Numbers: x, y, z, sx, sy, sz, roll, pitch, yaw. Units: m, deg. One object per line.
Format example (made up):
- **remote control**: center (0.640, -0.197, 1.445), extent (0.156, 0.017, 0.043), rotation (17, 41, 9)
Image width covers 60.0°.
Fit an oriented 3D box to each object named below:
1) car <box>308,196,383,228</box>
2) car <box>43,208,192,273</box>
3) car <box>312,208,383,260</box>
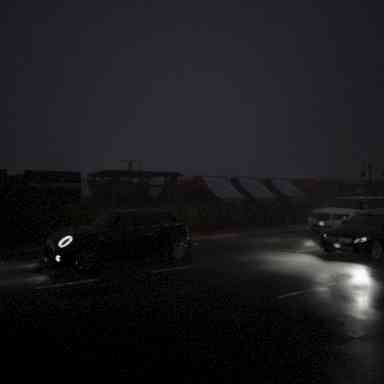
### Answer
- **car**: center (8.679, 1.226, 17.763), extent (5.566, 2.045, 2.150), rotation (1, 0, -32)
- **car**: center (-2.312, 1.351, 10.789), extent (4.553, 1.767, 2.097), rotation (0, 0, -32)
- **car**: center (6.858, 1.526, 12.454), extent (4.674, 1.442, 1.812), rotation (0, 0, -32)
